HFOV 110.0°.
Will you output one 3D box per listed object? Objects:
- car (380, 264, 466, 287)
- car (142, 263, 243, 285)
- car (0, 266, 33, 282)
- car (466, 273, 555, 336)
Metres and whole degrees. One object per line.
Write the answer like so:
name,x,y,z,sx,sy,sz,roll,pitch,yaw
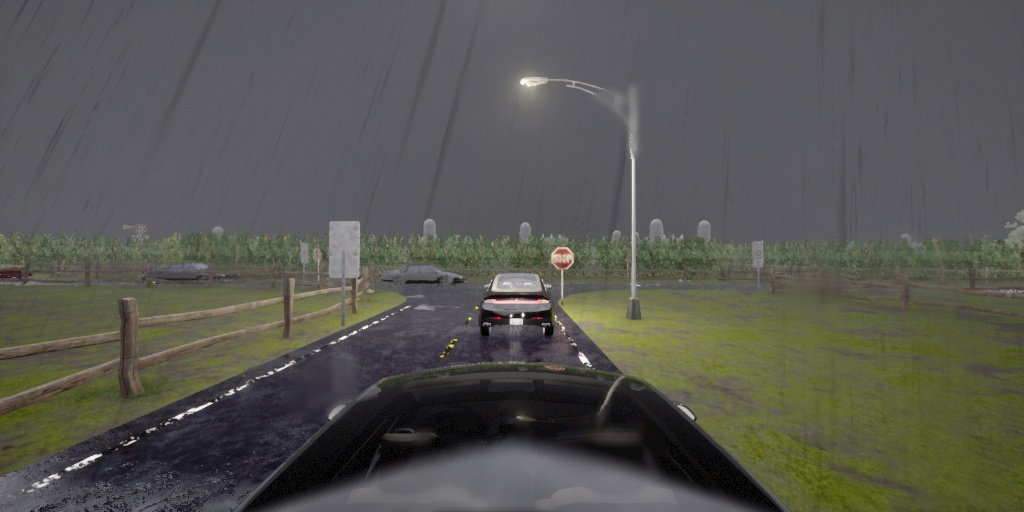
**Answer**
car,-5.705,1.248,23.350,5.357,1.411,2.033,0,-1,1
car,-20.840,1.140,23.472,5.357,1.411,2.033,0,-1,0
car,-34.841,1.104,23.590,4.718,1.301,1.895,0,-1,1
car,0.161,1.244,10.386,2.128,1.511,4.902,0,0,2
